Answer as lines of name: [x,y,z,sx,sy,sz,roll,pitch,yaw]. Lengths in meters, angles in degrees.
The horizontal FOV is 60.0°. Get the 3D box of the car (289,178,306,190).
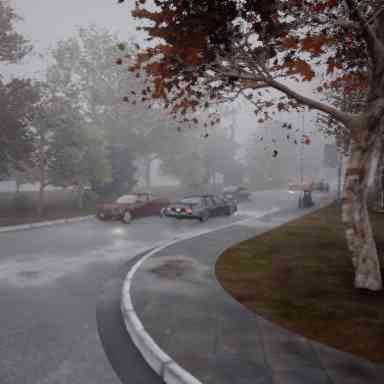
car: [15.829,-1.236,49.043,2.097,1.767,4.553,2,4,33]

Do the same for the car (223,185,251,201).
car: [3.762,0.162,30.215,1.837,1.490,4.892,2,4,32]

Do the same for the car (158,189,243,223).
car: [0.679,0.843,19.152,2.033,1.411,5.357,2,4,34]

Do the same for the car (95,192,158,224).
car: [-3.284,0.795,19.068,1.882,1.535,5.008,2,4,31]

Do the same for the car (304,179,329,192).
car: [17.178,-0.845,44.911,2.128,1.511,4.902,2,4,32]
